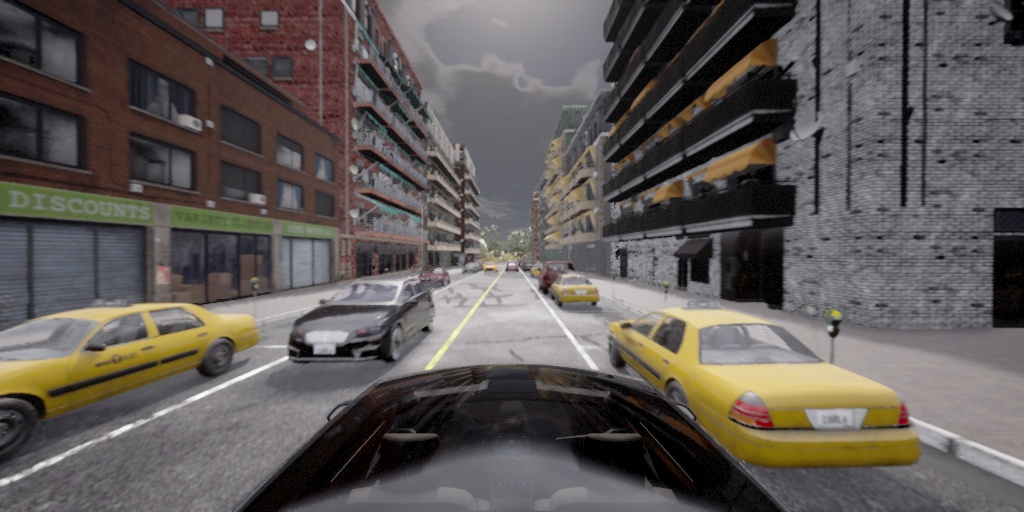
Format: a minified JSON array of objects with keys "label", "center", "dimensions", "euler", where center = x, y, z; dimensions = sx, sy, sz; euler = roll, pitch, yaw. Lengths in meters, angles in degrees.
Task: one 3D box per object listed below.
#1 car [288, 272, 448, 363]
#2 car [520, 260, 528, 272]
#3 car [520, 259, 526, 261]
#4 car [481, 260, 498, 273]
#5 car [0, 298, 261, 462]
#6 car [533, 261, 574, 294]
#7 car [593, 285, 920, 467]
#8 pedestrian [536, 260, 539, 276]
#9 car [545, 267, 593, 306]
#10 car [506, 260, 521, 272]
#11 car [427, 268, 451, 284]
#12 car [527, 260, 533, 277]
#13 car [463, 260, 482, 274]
[{"label":"car","center":[-3.087,1.292,8.369],"dimensions":[2.128,1.511,4.902],"euler":[0,0,0]},{"label":"car","center":[2.695,1.738,54.778],"dimensions":[1.948,1.339,4.313],"euler":[0,0,0]},{"label":"car","center":[2.696,1.531,60.302],"dimensions":[2.192,1.841,5.009],"euler":[0,0,0]},{"label":"car","center":[-3.054,1.620,51.563],"dimensions":[1.882,1.535,5.008],"euler":[0,0,0]},{"label":"car","center":[-5.692,1.297,4.846],"dimensions":[1.751,1.417,4.829],"euler":[0,0,0]},{"label":"car","center":[2.696,1.224,21.634],"dimensions":[2.192,1.841,5.009],"euler":[0,0,0]},{"label":"car","center":[2.655,1.304,5.231],"dimensions":[1.751,1.417,4.829],"euler":[0,0,0]},{"label":"pedestrian","center":[3.005,1.371,42.664],"dimensions":[0.375,1.860,0.375],"euler":[-1,1,0]},{"label":"car","center":[2.700,1.391,16.280],"dimensions":[1.751,1.417,4.829],"euler":[0,0,0]},{"label":"car","center":[0.030,1.747,55.450],"dimensions":[1.994,1.385,4.181],"euler":[0,0,1]},{"label":"car","center":[-5.689,1.528,27.112],"dimensions":[1.802,1.307,4.207],"euler":[0,0,0]},{"label":"car","center":[3.004,1.509,39.686],"dimensions":[1.801,1.575,5.366],"euler":[0,0,0]},{"label":"car","center":[-5.686,1.672,49.208],"dimensions":[2.007,1.370,4.403],"euler":[0,0,0]}]
